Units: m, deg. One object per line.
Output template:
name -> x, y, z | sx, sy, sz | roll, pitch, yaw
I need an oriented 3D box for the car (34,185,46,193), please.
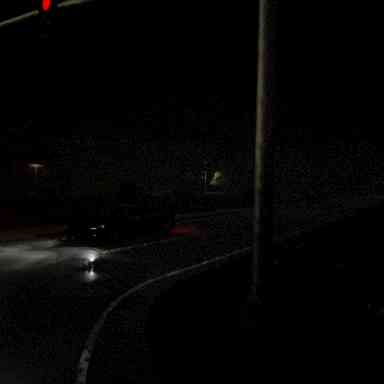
car -> -35.558, -0.691, 78.076 | 1.905, 1.878, 3.866 | 7, 1, -12

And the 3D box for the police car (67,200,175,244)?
police car -> -2.884, 1.178, 14.650 | 1.930, 1.638, 5.238 | 2, 1, 37
